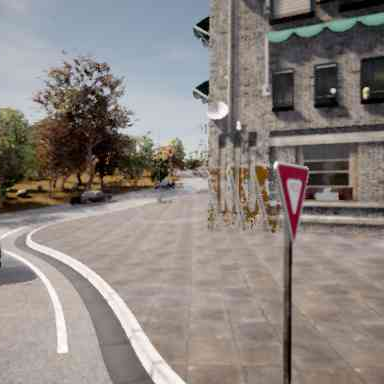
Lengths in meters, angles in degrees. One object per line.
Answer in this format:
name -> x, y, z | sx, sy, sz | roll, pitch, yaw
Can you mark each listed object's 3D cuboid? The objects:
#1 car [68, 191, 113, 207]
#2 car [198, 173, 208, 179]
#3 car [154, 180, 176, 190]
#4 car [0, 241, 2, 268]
car -> -10.056, 0.605, 33.128 | 1.895, 1.301, 4.718 | 0, 5, 23
car -> 3.361, -4.143, 84.771 | 1.994, 1.385, 4.181 | 0, 5, -2
car -> -3.976, -1.110, 50.301 | 2.033, 1.411, 5.357 | 0, 5, 15
car -> -7.126, 1.476, 10.021 | 1.882, 1.535, 5.008 | 1, -1, -39
